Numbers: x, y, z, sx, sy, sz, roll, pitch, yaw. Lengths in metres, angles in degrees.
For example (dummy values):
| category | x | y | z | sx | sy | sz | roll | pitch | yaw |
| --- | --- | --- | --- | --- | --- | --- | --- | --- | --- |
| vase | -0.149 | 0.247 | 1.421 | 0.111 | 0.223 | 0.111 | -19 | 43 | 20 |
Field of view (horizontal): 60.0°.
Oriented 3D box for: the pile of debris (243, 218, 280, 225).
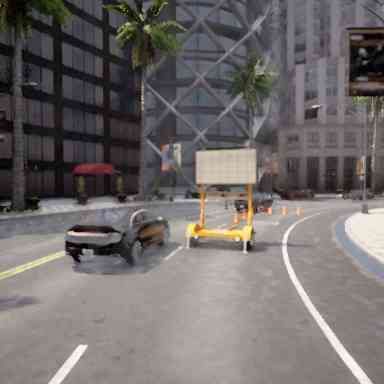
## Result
| category | x | y | z | sx | sy | sz | roll | pitch | yaw |
| --- | --- | --- | --- | --- | --- | --- | --- | --- | --- |
| pile of debris | 3.969 | 1.669 | 18.899 | 1.860 | 0.140 | 1.500 | 0 | 2 | 22 |

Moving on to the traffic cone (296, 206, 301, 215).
| category | x | y | z | sx | sy | sz | roll | pitch | yaw |
| --- | --- | --- | --- | --- | --- | --- | --- | --- | --- |
| traffic cone | 7.653 | 1.321 | 23.862 | 0.340 | 0.580 | 0.340 | 0 | 2 | 22 |

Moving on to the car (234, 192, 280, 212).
| category | x | y | z | sx | sy | sz | roll | pitch | yaw |
| --- | --- | --- | --- | --- | --- | --- | --- | --- | --- |
| car | 5.201 | 0.788 | 27.202 | 1.837 | 1.490 | 4.892 | 0 | 1 | 35 |

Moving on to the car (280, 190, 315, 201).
| category | x | y | z | sx | sy | sz | roll | pitch | yaw |
| --- | --- | --- | --- | --- | --- | --- | --- | --- | --- |
| car | 13.989 | 0.430 | 44.215 | 4.718 | 1.301 | 1.895 | -1 | 2 | -27 |

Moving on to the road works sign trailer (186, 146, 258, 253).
| category | x | y | z | sx | sy | sz | roll | pitch | yaw |
| --- | --- | --- | --- | --- | --- | --- | --- | --- | --- |
| road works sign trailer | 1.296 | 0.140 | 12.386 | 2.380 | 3.560 | 2.880 | 0 | 2 | 22 |

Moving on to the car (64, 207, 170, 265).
| category | x | y | z | sx | sy | sz | roll | pitch | yaw |
| --- | --- | --- | --- | --- | --- | --- | --- | --- | --- |
| car | -2.106 | 1.221 | 10.688 | 2.128 | 1.511 | 4.902 | 0 | 2 | 12 |

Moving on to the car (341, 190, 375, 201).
| category | x | y | z | sx | sy | sz | roll | pitch | yaw |
| --- | --- | --- | --- | --- | --- | --- | --- | --- | --- |
| car | 21.722 | 0.388 | 43.551 | 4.181 | 1.385 | 1.994 | -1 | 1 | -16 |

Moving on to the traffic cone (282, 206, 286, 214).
| category | x | y | z | sx | sy | sz | roll | pitch | yaw |
| --- | --- | --- | --- | --- | --- | --- | --- | --- | --- |
| traffic cone | 6.728 | 1.314 | 24.243 | 0.340 | 0.580 | 0.340 | 0 | 2 | 22 |
